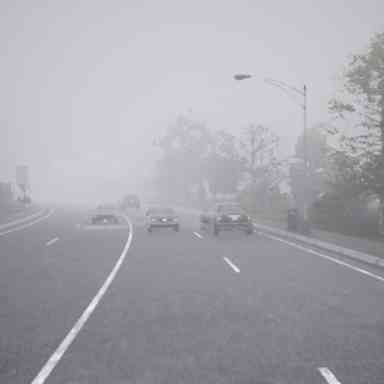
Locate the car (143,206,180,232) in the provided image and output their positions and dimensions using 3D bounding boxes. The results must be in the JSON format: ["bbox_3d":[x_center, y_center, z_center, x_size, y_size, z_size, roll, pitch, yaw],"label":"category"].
[{"bbox_3d":[-1.942,1.571,20.506,2.033,1.411,5.357,0,0,-10],"label":"car"}]

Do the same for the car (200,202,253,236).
[{"bbox_3d":[1.807,1.365,18.857,2.097,1.767,4.553,0,0,-9],"label":"car"}]

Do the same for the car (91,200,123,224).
[{"bbox_3d":[-6.552,1.590,25.342,2.033,1.411,5.357,0,0,-13],"label":"car"}]

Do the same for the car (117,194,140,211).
[{"bbox_3d":[-8.028,1.280,41.821,2.150,2.045,5.566,0,0,-21],"label":"car"}]
